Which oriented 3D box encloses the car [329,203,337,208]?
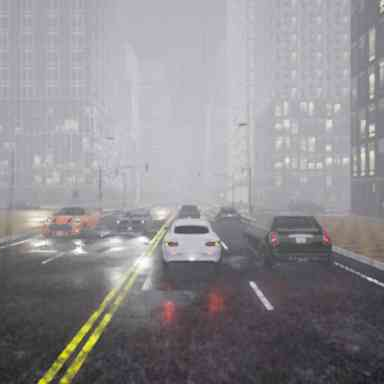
[{"bbox_3d":[21.167,2.203,54.526,4.829,1.417,1.752,0,0,0],"label":"car"}]

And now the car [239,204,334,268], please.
[{"bbox_3d":[3.210,1.478,11.978,2.097,1.767,4.553,0,-1,-1],"label":"car"}]

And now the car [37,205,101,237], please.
[{"bbox_3d":[-6.816,1.574,19.359,2.097,1.767,4.553,0,-1,-1],"label":"car"}]

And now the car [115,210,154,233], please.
[{"bbox_3d":[-3.589,1.840,21.433,1.895,1.301,4.718,0,-1,-1],"label":"car"}]

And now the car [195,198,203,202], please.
[{"bbox_3d":[2.154,2.225,91.804,1.882,1.535,5.008,0,-1,-1],"label":"car"}]

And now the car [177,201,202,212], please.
[{"bbox_3d":[-0.229,1.810,28.484,1.837,1.490,4.892,0,-1,-1],"label":"car"}]

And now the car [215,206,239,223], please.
[{"bbox_3d":[3.020,1.867,28.733,1.994,1.385,4.181,0,-1,-1],"label":"car"}]

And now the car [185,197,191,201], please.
[{"bbox_3d":[-1.096,2.252,91.765,1.837,1.490,4.892,0,-1,-1],"label":"car"}]

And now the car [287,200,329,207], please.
[{"bbox_3d":[15.659,1.997,46.174,5.009,1.841,2.192,0,0,0],"label":"car"}]

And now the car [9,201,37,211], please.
[{"bbox_3d":[-23.272,1.968,46.233,4.313,1.339,1.947,0,0,0],"label":"car"}]

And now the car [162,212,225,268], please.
[{"bbox_3d":[-0.029,1.655,11.672,1.812,1.442,4.674,0,-1,-1],"label":"car"}]
